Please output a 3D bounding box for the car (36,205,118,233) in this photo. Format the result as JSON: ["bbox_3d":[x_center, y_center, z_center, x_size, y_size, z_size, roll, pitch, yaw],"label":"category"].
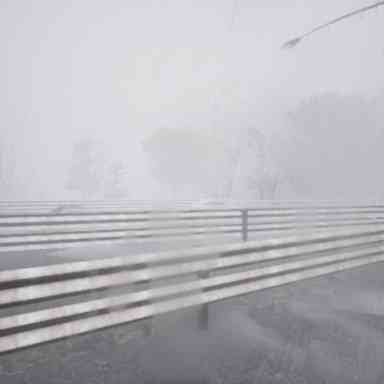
[{"bbox_3d":[-5.815,1.322,17.066,4.718,1.301,1.895,0,0,-26],"label":"car"}]

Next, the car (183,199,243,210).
[{"bbox_3d":[1.606,1.267,24.431,4.674,1.442,1.812,0,0,-25],"label":"car"}]
